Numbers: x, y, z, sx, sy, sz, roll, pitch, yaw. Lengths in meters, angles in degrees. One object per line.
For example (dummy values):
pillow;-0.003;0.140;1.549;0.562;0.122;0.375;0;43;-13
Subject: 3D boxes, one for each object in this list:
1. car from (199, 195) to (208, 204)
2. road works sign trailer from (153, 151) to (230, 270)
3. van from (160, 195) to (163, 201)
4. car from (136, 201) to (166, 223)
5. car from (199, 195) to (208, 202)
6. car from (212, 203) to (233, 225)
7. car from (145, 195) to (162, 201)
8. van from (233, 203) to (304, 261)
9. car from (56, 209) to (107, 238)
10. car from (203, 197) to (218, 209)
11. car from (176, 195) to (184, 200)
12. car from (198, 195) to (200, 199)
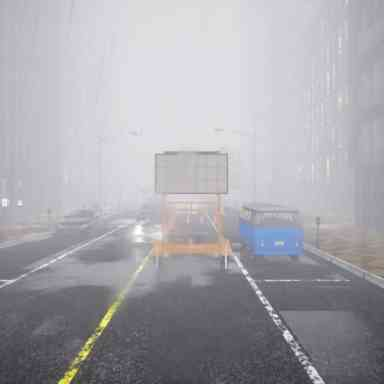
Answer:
car;2.627;1.535;51.862;2.008;1.369;4.403;0;0;0
road works sign trailer;-0.014;0.462;11.031;2.380;3.560;2.880;0;0;0
van;-5.761;1.319;57.548;1.690;1.788;3.998;0;0;0
car;-3.132;1.596;25.752;1.895;1.301;4.718;0;0;0
car;2.599;1.389;74.631;1.967;1.590;4.097;0;0;0
car;2.661;1.578;23.399;1.802;1.307;4.206;0;0;0
car;-5.747;1.540;46.163;2.008;1.369;4.403;0;0;0
van;2.675;1.339;12.015;1.690;1.788;3.998;0;0;0
car;-5.713;1.579;17.700;1.802;1.307;4.206;0;0;0
car;2.640;1.574;40.477;1.802;1.307;4.206;0;0;0
car;-3.107;1.473;87.098;2.033;1.411;5.357;0;0;0
car;2.620;1.528;57.554;2.008;1.369;4.403;0;0;0
